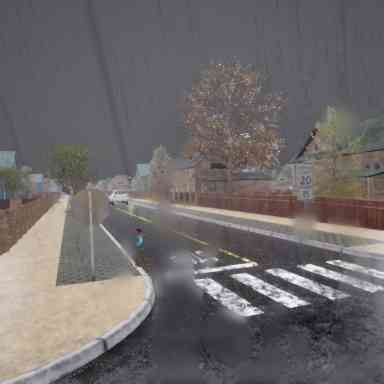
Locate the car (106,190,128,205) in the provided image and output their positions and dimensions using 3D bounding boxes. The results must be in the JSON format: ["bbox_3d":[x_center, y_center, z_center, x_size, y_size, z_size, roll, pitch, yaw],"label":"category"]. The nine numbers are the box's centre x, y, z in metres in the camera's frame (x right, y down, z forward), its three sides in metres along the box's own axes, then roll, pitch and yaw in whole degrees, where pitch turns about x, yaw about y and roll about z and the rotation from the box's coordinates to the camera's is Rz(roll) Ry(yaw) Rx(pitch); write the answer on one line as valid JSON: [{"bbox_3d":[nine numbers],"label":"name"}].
[{"bbox_3d":[-10.466,0.725,47.153,2.150,2.045,5.566,-2,1,-20],"label":"car"}]

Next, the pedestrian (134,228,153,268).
[{"bbox_3d":[-1.378,1.483,9.006,0.500,1.100,0.500,-1,0,-20],"label":"pedestrian"}]
